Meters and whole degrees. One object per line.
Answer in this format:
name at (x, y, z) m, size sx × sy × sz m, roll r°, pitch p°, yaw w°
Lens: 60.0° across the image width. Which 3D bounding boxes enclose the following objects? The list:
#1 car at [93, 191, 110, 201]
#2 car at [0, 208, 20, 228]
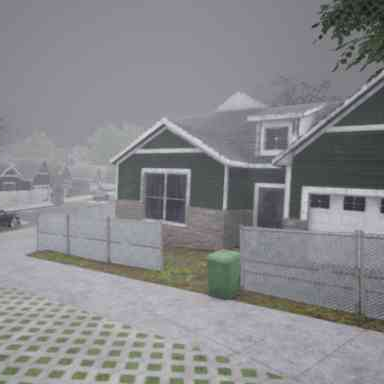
car at (-14.374, 0.582, 52.870) m, size 1.837 × 1.490 × 4.892 m, roll 3°, pitch 2°, yaw -3°
car at (-11.704, 1.433, 18.587) m, size 1.837 × 1.490 × 4.892 m, roll 3°, pitch 1°, yaw 6°
